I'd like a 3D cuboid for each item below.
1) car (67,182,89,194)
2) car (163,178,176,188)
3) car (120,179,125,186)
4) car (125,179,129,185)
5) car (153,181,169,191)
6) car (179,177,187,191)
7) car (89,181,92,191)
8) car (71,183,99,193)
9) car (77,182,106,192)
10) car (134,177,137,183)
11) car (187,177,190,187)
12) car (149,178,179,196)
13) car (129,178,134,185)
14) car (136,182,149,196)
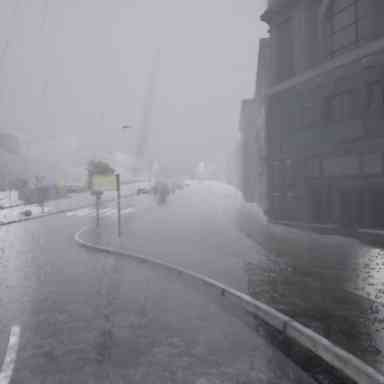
[{"bbox_3d":[-19.873,-0.373,54.198,4.792,1.488,2.163,-3,4,-13],"label":"car"},{"bbox_3d":[-4.625,-1.910,68.130,2.097,1.767,4.553,-1,4,3],"label":"car"},{"bbox_3d":[-18.175,-1.849,74.759,4.892,1.521,2.231,-3,4,-17],"label":"car"},{"bbox_3d":[-18.045,-2.048,77.709,4.892,1.521,2.231,-3,4,-17],"label":"car"},{"bbox_3d":[-5.380,-1.127,59.147,1.882,1.535,5.008,-1,4,5],"label":"car"},{"bbox_3d":[-2.535,-1.212,57.454,2.097,1.767,4.553,-1,4,5],"label":"car"},{"bbox_3d":[-19.517,-0.616,57.133,4.892,1.521,2.231,-3,4,-13],"label":"car"},{"bbox_3d":[-19.233,-0.786,60.074,4.674,1.452,2.002,-3,4,-14],"label":"car"},{"bbox_3d":[-18.961,-1.035,63.001,5.008,1.535,2.097,-3,4,-14],"label":"car"},{"bbox_3d":[-17.793,-2.629,86.562,5.008,1.535,2.097,-3,4,-18],"label":"car"},{"bbox_3d":[-1.660,-2.055,67.548,2.150,2.045,5.566,-1,4,3],"label":"car"},{"bbox_3d":[-3.827,-0.568,46.455,2.150,2.045,5.566,-1,4,9],"label":"car"},{"bbox_3d":[-17.871,-2.439,83.607,5.008,1.535,2.097,-3,4,-18],"label":"car"},{"bbox_3d":[-6.627,-0.298,48.070,1.812,1.442,4.674,-1,4,8],"label":"car"}]
